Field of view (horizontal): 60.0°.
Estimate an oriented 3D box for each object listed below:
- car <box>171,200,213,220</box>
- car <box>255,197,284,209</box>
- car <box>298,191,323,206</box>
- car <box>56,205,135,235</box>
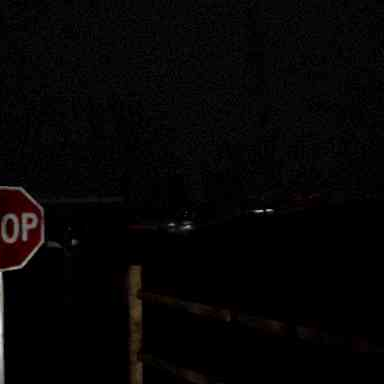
[{"bbox_3d":[0.206,1.467,27.443,1.837,1.490,4.892,-2,0,35],"label":"car"},{"bbox_3d":[9.629,1.351,40.949,2.033,1.411,5.357,-2,-1,35],"label":"car"},{"bbox_3d":[16.196,0.861,45.285,2.150,2.045,5.566,-2,-1,35],"label":"car"},{"bbox_3d":[-5.430,1.567,19.336,1.837,1.490,4.892,-2,-1,35],"label":"car"}]
